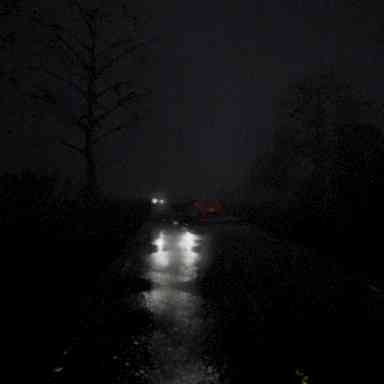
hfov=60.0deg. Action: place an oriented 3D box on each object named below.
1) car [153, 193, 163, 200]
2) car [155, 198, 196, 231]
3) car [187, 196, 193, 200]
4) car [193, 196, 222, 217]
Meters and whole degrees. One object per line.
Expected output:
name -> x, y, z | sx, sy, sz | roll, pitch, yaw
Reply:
car -> -7.321, 0.964, 72.108 | 1.895, 1.301, 4.718 | 0, 0, -10
car -> -1.001, 1.336, 19.536 | 1.837, 1.490, 4.892 | 1, 1, -4
car -> 0.058, 1.186, 42.429 | 1.812, 1.442, 4.674 | 0, 1, -6
car -> 1.396, 1.256, 29.044 | 1.882, 1.535, 5.008 | 1, 0, -4
